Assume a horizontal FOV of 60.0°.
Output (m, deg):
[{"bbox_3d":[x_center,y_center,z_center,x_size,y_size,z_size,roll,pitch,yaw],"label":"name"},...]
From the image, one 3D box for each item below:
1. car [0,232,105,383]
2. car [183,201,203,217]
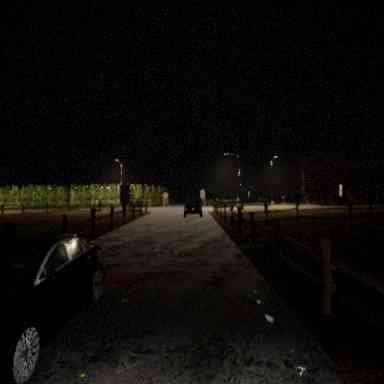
[{"bbox_3d":[-2.814,1.484,5.358,2.128,1.511,4.902,0,0,0],"label":"car"},{"bbox_3d":[0.102,1.634,32.765,2.033,1.411,5.357,0,0,0],"label":"car"}]
